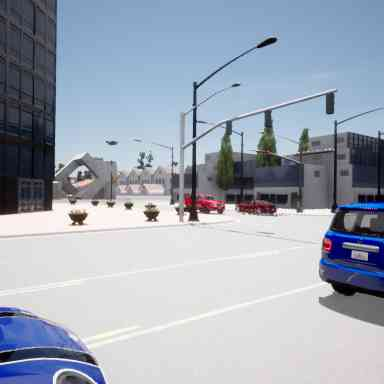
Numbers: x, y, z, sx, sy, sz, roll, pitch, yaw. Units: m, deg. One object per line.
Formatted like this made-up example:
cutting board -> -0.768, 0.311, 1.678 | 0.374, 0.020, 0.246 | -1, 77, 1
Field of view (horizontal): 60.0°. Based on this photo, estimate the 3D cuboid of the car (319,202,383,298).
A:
car -> 5.200, 1.239, 7.507 | 5.566, 2.045, 2.150 | 0, 0, -35

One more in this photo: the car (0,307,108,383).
car -> -2.729, 1.352, 1.796 | 4.553, 1.767, 2.097 | 0, 0, -35

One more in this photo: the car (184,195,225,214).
car -> 1.299, 1.314, 36.715 | 2.150, 2.045, 5.566 | 1, -1, -35

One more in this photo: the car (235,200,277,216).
car -> 6.675, 1.617, 35.100 | 1.882, 1.535, 5.008 | 0, 0, -35
